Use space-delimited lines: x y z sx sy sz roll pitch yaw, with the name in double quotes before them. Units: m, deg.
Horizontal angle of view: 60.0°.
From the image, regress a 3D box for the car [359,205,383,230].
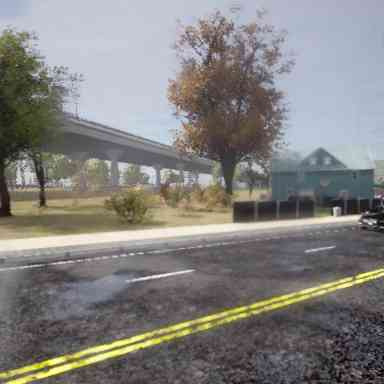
"car" 12.088 1.538 20.281 4.892 1.490 1.837 0 0 -35
